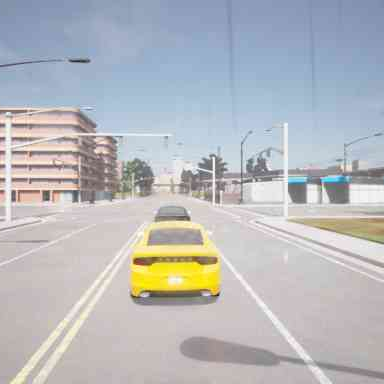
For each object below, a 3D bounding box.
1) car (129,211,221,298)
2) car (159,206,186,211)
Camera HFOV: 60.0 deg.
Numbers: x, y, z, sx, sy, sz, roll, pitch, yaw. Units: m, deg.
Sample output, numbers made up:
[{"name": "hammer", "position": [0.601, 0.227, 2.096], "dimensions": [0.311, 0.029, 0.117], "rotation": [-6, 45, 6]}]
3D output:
[{"name": "car", "position": [-0.437, 1.478, 8.594], "dimensions": [1.882, 1.535, 5.008], "rotation": [0, 0, -3]}, {"name": "car", "position": [-1.068, 1.478, 18.154], "dimensions": [1.882, 1.535, 5.008], "rotation": [0, 0, -4]}]
